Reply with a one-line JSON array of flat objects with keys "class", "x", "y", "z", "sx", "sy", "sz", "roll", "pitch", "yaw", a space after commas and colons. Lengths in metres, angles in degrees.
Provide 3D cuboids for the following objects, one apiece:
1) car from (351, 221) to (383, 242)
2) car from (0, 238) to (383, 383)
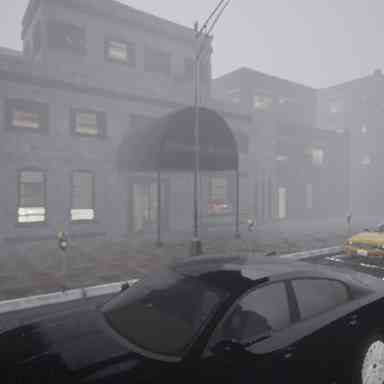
[{"class": "car", "x": 7.256, "y": 1.562, "z": 11.735, "sx": 4.829, "sy": 1.417, "sz": 1.752, "roll": 0, "pitch": 0, "yaw": -35}, {"class": "car", "x": 0.297, "y": 1.484, "z": 3.590, "sx": 5.008, "sy": 1.535, "sz": 1.882, "roll": 0, "pitch": 0, "yaw": -35}]
